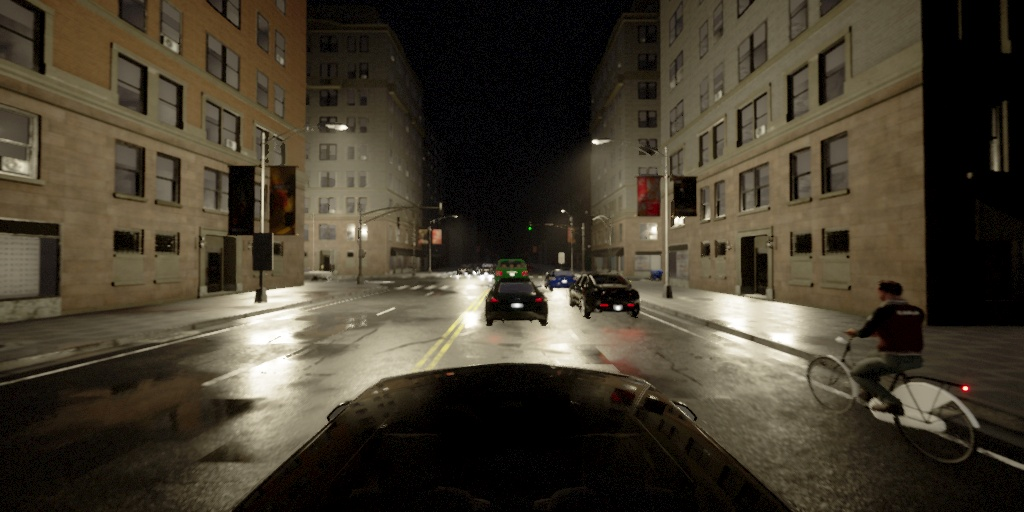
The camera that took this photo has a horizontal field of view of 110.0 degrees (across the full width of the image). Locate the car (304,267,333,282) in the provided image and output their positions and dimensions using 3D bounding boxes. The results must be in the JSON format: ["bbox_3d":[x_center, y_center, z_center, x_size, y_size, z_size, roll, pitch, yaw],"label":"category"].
[{"bbox_3d":[-19.180,1.707,33.089,4.718,1.301,1.895,0,-1,3],"label":"car"}]

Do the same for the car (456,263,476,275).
[{"bbox_3d":[-6.592,1.871,50.584,1.812,1.442,4.674,0,-1,0],"label":"car"}]

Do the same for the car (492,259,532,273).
[{"bbox_3d":[-0.118,1.244,24.191,2.150,2.045,5.566,0,-1,-3],"label":"car"}]

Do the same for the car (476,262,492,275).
[{"bbox_3d":[-3.345,1.822,49.325,2.128,1.511,4.902,0,-1,0],"label":"car"}]

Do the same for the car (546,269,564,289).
[{"bbox_3d":[3.306,1.586,24.356,1.994,1.385,4.181,0,-1,1],"label":"car"}]

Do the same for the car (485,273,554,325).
[{"bbox_3d":[0.107,1.443,12.490,1.994,1.385,4.181,0,-1,-1],"label":"car"}]

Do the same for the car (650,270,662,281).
[{"bbox_3d":[16.401,1.694,35.899,5.008,1.535,1.882,0,-1,0],"label":"car"}]

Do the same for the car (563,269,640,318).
[{"bbox_3d":[3.349,1.399,13.744,1.837,1.490,4.892,0,-1,0],"label":"car"}]

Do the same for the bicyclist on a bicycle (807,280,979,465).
[{"bbox_3d":[4.145,1.149,4.128,0.659,1.776,1.843,0,-1,0],"label":"bicyclist on a bicycle"}]

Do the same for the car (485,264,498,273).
[{"bbox_3d":[-3.334,2.043,58.588,1.895,1.301,4.718,0,-1,0],"label":"car"}]

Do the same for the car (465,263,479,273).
[{"bbox_3d":[-6.580,1.959,59.594,1.837,1.490,4.892,0,-1,0],"label":"car"}]
